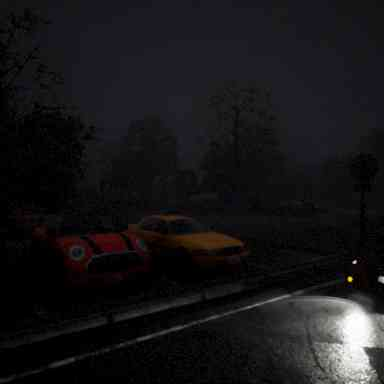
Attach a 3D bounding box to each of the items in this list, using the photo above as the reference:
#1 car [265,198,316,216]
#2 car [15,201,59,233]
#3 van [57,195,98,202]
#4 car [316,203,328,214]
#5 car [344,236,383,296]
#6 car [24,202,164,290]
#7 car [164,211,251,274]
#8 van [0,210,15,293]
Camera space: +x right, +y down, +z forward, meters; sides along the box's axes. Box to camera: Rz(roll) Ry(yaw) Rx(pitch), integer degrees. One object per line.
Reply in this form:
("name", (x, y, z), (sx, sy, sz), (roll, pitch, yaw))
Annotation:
("car", (9.524, 1.562, 33.445), (2.002, 1.452, 4.674), (1, 0, -36))
("car", (-9.661, 1.436, 19.720), (1.946, 1.575, 5.366), (0, 0, -36))
("van", (-7.226, 1.197, 21.122), (1.878, 1.987, 4.442), (0, 0, -36))
("car", (12.060, 1.432, 35.351), (2.185, 1.767, 4.553), (1, 0, -36))
("car", (5.325, 1.503, 7.532), (4.181, 1.385, 1.994), (0, 0, -36))
("car", (-2.965, 1.317, 9.229), (2.185, 1.767, 4.553), (0, 0, -36))
("car", (-0.480, 1.423, 10.774), (1.946, 1.575, 5.366), (0, 0, -36))
("van", (-5.470, 1.246, 7.507), (1.878, 1.987, 4.442), (-1, 0, -36))
